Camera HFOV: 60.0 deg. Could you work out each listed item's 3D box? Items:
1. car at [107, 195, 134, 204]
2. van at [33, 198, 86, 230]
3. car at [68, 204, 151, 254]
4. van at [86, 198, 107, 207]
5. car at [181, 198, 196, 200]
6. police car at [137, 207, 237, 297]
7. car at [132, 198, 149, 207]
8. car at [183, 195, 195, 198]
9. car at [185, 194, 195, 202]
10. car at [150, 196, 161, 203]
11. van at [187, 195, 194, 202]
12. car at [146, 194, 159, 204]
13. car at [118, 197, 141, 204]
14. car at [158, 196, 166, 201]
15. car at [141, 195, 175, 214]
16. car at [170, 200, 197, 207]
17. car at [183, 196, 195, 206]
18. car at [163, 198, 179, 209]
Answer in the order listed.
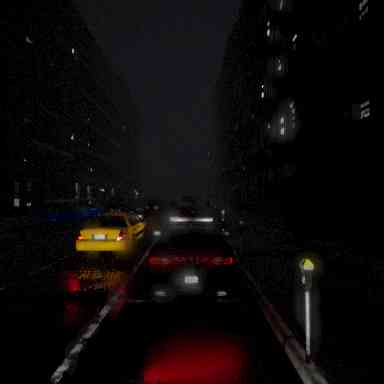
[{"bbox_3d":[-8.313,1.365,37.346,2.192,1.841,5.009,1,0,0],"label":"car"},{"bbox_3d":[-8.312,1.359,20.753,1.690,1.788,3.998,2,0,0],"label":"van"},{"bbox_3d":[-3.021,1.465,13.454,1.801,1.575,5.366,0,0,0],"label":"car"},{"bbox_3d":[-8.313,1.368,26.285,1.690,1.788,3.998,1,0,0],"label":"van"},{"bbox_3d":[-0.438,1.582,31.754,1.887,1.381,4.507,1,0,0],"label":"car"},{"bbox_3d":[-0.012,1.430,8.763,1.930,1.638,5.238,0,0,0],"label":"police car"},{"bbox_3d":[-8.320,1.660,53.938,1.947,1.339,4.313,1,0,0],"label":"car"},{"bbox_3d":[-0.428,1.490,37.286,1.967,1.590,4.097,1,0,0],"label":"car"},{"bbox_3d":[-0.471,1.521,81.536,2.192,1.841,5.009,1,0,0],"label":"car"},{"bbox_3d":[-8.322,1.725,76.059,1.887,1.381,4.507,1,0,0],"label":"car"},{"bbox_3d":[-0.472,1.575,87.068,1.690,1.788,3.998,1,0,0],"label":"van"},{"bbox_3d":[-8.316,1.471,70.528,2.192,1.841,5.009,1,0,0],"label":"car"},{"bbox_3d":[-5.858,1.592,34.861,2.033,1.411,5.357,0,0,0],"label":"car"},{"bbox_3d":[-8.324,1.847,92.652,1.802,1.307,4.206,1,0,0],"label":"car"},{"bbox_3d":[-2.930,1.384,29.637,2.097,1.767,4.553,0,0,0],"label":"car"},{"bbox_3d":[-0.437,1.572,26.224,1.887,1.381,4.507,1,0,0],"label":"car"},{"bbox_3d":[-0.472,1.553,59.411,1.967,1.590,4.097,1,0,0],"label":"car"},{"bbox_3d":[-2.928,1.636,46.549,1.994,1.385,4.181,0,0,0],"label":"car"}]
